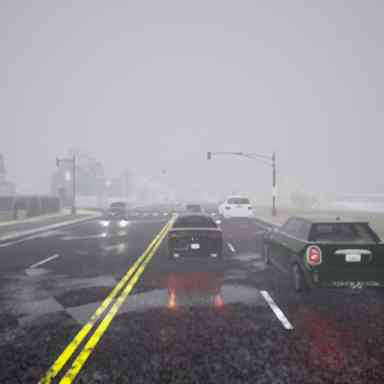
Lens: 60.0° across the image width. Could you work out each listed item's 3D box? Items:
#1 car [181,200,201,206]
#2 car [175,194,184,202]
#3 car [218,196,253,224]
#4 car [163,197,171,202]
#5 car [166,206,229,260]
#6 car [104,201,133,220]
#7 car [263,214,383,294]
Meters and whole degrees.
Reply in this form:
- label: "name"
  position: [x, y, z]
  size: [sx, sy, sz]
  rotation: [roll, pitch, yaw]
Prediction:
- label: "car"
  position: [0.102, 1.629, 27.360]
  size: [1.812, 1.442, 4.674]
  rotation: [0, 0, 0]
- label: "car"
  position: [-3.243, 1.620, 86.230]
  size: [2.150, 2.045, 5.566]
  rotation: [0, 0, 0]
- label: "car"
  position: [3.352, 1.319, 26.240]
  size: [2.150, 2.045, 5.566]
  rotation: [0, 0, 0]
- label: "car"
  position: [-6.493, 1.947, 86.258]
  size: [1.994, 1.385, 4.181]
  rotation: [0, 0, 0]
- label: "car"
  position: [0.102, 1.524, 12.640]
  size: [1.882, 1.535, 5.008]
  rotation: [0, 0, 0]
- label: "car"
  position: [-6.512, 1.621, 29.943]
  size: [1.837, 1.490, 4.892]
  rotation: [0, -1, 0]
- label: "car"
  position: [3.350, 1.386, 9.035]
  size: [2.097, 1.767, 4.553]
  rotation: [0, 0, 0]
